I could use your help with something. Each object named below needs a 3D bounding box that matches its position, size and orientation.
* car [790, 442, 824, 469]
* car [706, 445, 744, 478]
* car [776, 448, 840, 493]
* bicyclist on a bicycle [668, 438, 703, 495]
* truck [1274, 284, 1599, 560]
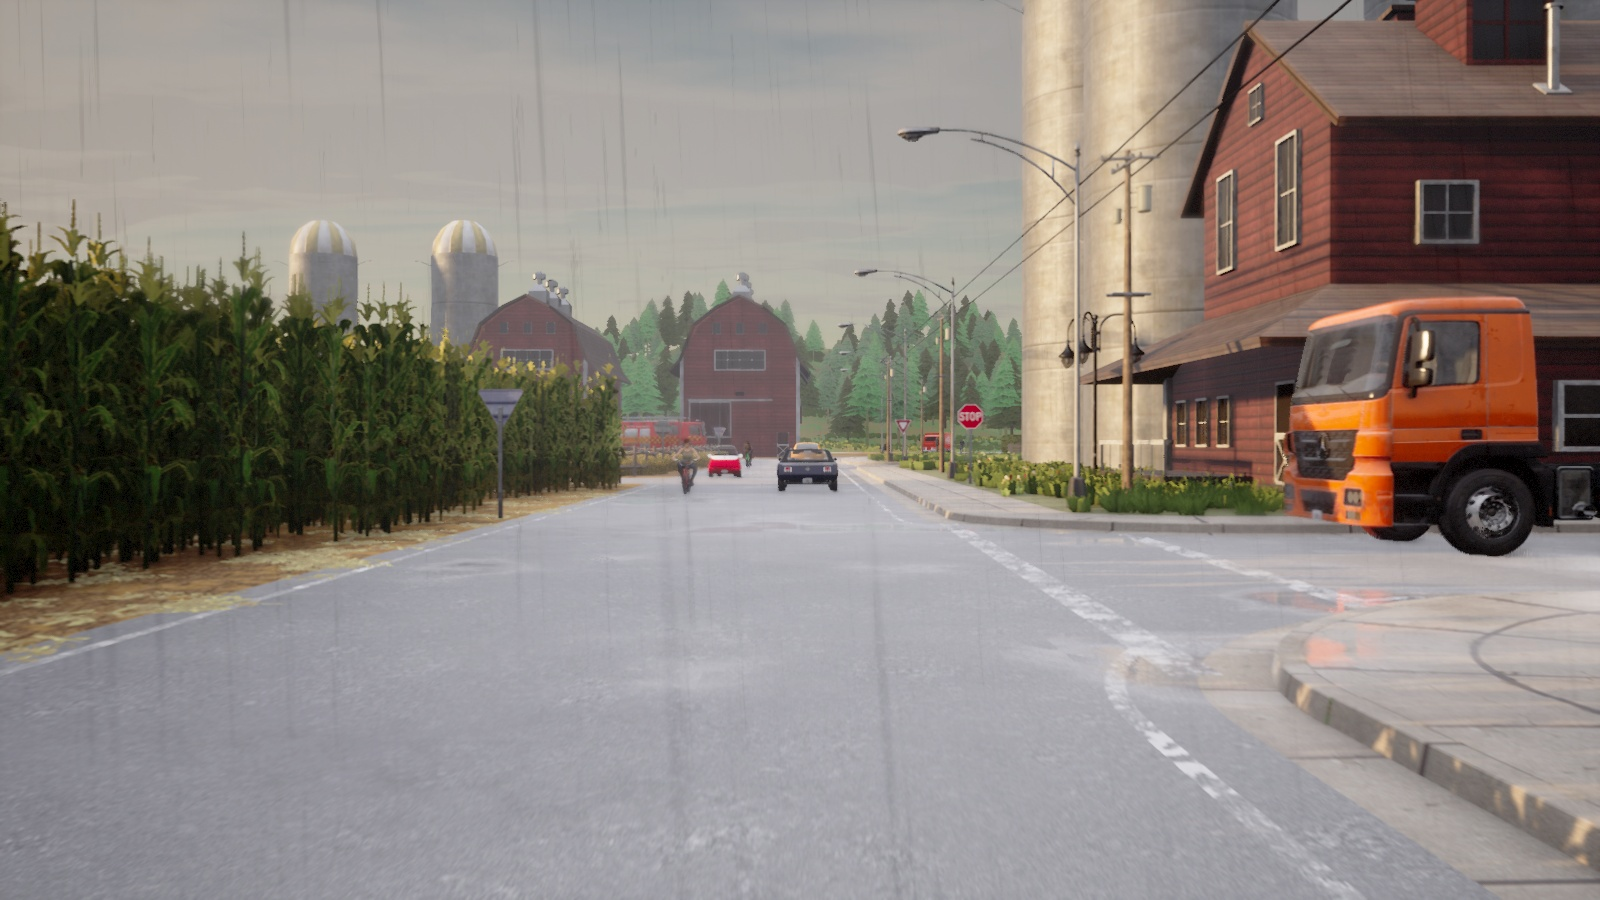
[{"bbox_3d":[0.424,0.296,72.156,1.882,1.535,5.008,0,0,0],"label":"car"},{"bbox_3d":[-3.180,0.480,53.778,1.481,1.376,2.207,0,0,0],"label":"car"},{"bbox_3d":[0.240,0.612,39.644,1.895,1.301,4.718,0,0,0],"label":"car"},{"bbox_3d":[-3.272,0.466,36.075,0.866,1.612,1.509,0,0,1],"label":"bicyclist on a bicycle"},{"bbox_3d":[11.044,-0.356,17.270,7.936,3.462,2.891,0,0,-1],"label":"truck"}]
